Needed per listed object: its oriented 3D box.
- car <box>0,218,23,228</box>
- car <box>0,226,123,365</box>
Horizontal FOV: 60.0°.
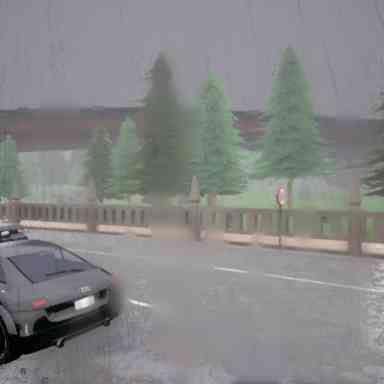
[{"bbox_3d":[-8.953,1.543,13.189,5.357,1.411,2.033,0,0,28],"label":"car"},{"bbox_3d":[-3.229,1.558,5.843,4.181,1.385,1.994,0,0,32],"label":"car"}]
